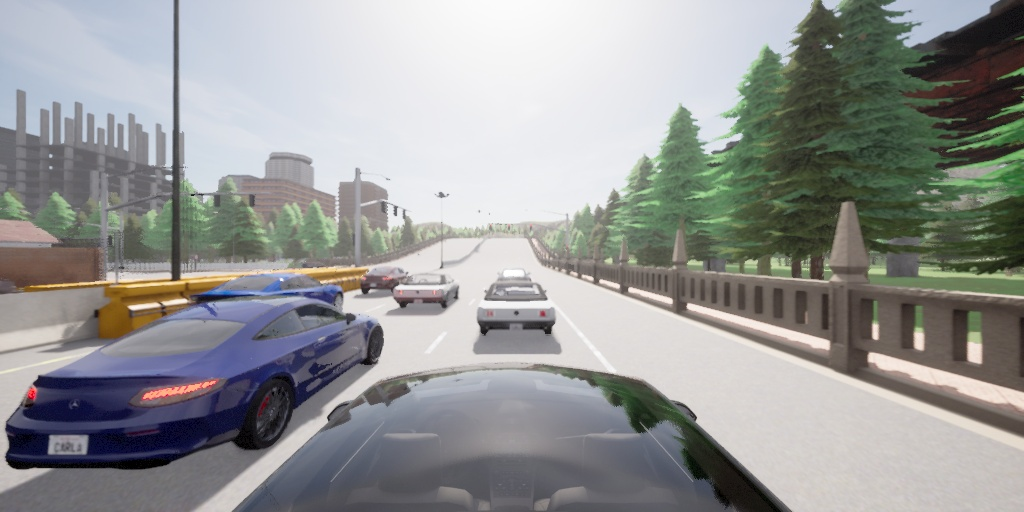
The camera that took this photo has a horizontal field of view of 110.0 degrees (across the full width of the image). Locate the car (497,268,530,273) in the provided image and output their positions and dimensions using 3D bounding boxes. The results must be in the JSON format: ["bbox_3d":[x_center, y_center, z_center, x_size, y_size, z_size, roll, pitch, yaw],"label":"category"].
[{"bbox_3d":[0.103,1.327,19.464,1.994,1.385,4.181,0,0,0],"label":"car"}]

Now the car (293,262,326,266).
[{"bbox_3d":[-13.996,1.080,24.372,1.895,1.301,4.718,0,0,0],"label":"car"}]

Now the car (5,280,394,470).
[{"bbox_3d":[-3.398,1.278,5.049,1.812,1.442,4.674,0,0,0],"label":"car"}]

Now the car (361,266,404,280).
[{"bbox_3d":[-6.897,1.289,20.105,1.812,1.442,4.674,0,0,0],"label":"car"}]

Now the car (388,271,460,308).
[{"bbox_3d":[-3.398,1.361,15.225,1.895,1.301,4.718,0,0,0],"label":"car"}]

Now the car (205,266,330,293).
[{"bbox_3d":[-6.898,1.234,10.763,1.882,1.535,5.008,0,0,0],"label":"car"}]

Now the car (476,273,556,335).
[{"bbox_3d":[0.102,1.357,10.504,1.895,1.301,4.718,0,0,0],"label":"car"}]

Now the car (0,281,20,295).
[{"bbox_3d":[-21.078,1.305,12.188,2.033,1.411,5.357,0,0,0],"label":"car"}]
